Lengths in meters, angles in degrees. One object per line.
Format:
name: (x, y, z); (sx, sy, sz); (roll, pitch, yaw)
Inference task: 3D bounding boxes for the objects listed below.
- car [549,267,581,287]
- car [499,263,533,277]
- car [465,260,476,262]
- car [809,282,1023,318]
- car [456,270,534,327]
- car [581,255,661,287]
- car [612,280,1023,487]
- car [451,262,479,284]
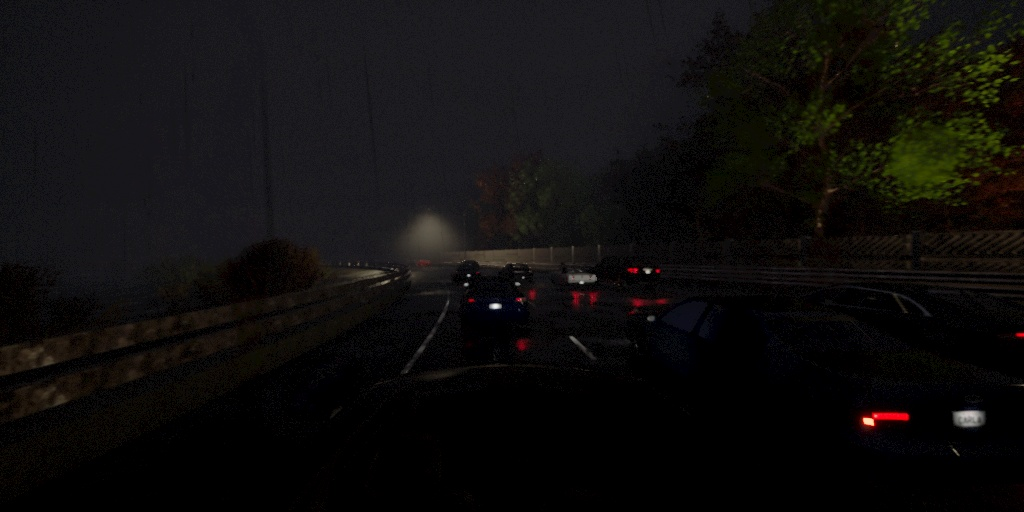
car: (4.017, 1.393, 24.804); (1.895, 1.301, 4.718); (-1, 0, -10)
car: (0.212, 1.302, 27.198); (2.128, 1.511, 4.902); (0, 0, -14)
car: (-6.524, 1.405, 54.194); (1.837, 1.490, 4.892); (0, 0, -28)
car: (6.770, 1.228, 6.730); (2.128, 1.511, 4.902); (0, 0, -3)
car: (-0.637, 1.341, 11.716); (1.994, 1.385, 4.181); (0, 0, -5)
car: (6.696, 0.990, 22.149); (2.150, 2.045, 5.566); (0, -1, -16)
car: (3.395, 1.290, 5.251); (2.033, 1.411, 5.357); (-1, 0, -2)
car: (-3.636, 1.391, 28.137); (1.994, 1.385, 4.181); (0, 0, -14)
